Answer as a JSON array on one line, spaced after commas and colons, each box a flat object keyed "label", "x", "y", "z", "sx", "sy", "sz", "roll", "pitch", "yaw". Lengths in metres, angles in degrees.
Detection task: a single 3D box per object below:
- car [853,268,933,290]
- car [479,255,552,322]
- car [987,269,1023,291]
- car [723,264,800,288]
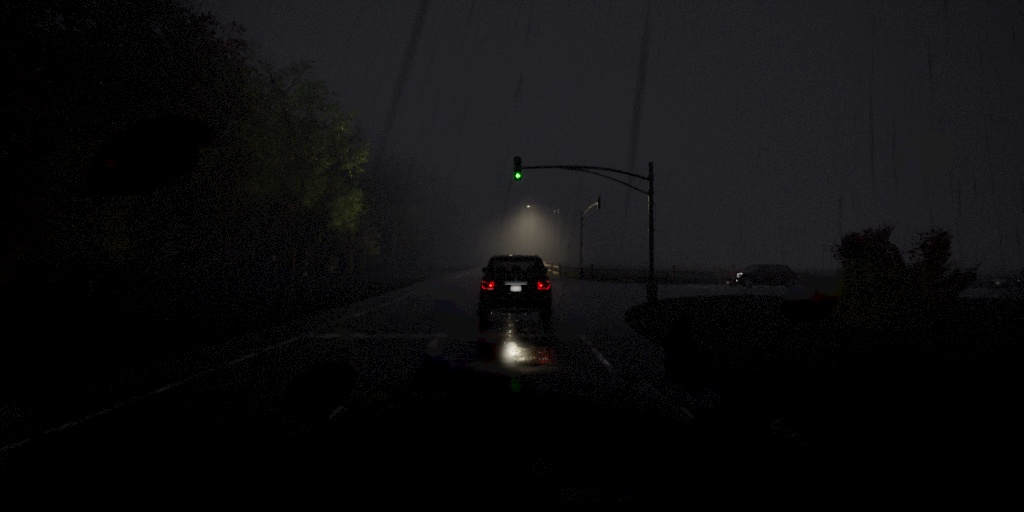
[{"label": "car", "x": 26.988, "y": 1.581, "z": 25.690, "sx": 5.008, "sy": 1.535, "sz": 1.882, "roll": 1, "pitch": -1, "yaw": 1}, {"label": "car", "x": 0.109, "y": 0.977, "z": 12.516, "sx": 2.150, "sy": 2.045, "sz": 5.566, "roll": 0, "pitch": 0, "yaw": 0}, {"label": "car", "x": 37.215, "y": 1.707, "z": 25.635, "sx": 4.902, "sy": 1.511, "sz": 2.128, "roll": 1, "pitch": -1, "yaw": 0}, {"label": "car", "x": 17.763, "y": 1.356, "z": 25.771, "sx": 4.553, "sy": 1.767, "sz": 2.097, "roll": 1, "pitch": -1, "yaw": 1}]
